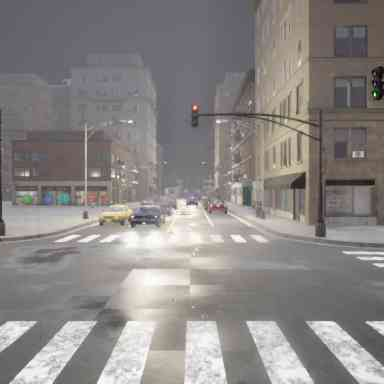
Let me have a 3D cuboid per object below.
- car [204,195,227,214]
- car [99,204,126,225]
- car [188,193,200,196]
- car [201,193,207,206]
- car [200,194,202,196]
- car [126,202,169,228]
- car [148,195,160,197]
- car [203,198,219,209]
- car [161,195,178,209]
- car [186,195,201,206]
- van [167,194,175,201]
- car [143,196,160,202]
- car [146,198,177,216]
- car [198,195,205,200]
[{"bbox_3d":[2.642,1.441,35.358,1.967,1.590,4.097,0,0,0],"label":"car"},{"bbox_3d":[-5.385,1.526,23.866,1.752,1.417,4.829,0,0,0],"label":"car"},{"bbox_3d":[0.007,1.226,64.152,2.150,2.045,5.566,0,0,0],"label":"car"},{"bbox_3d":[2.642,1.317,41.020,2.192,1.841,5.009,0,0,0],"label":"car"},{"bbox_3d":[2.645,1.555,69.330,2.008,1.369,4.403,0,0,0],"label":"car"},{"bbox_3d":[-2.880,1.601,22.557,1.895,1.301,4.718,0,0,1],"label":"car"},{"bbox_3d":[-5.382,1.318,46.684,2.192,1.841,5.009,0,0,0],"label":"car"},{"bbox_3d":[2.643,1.568,46.682,1.947,1.339,4.313,0,0,0],"label":"car"},{"bbox_3d":[-2.837,1.528,42.134,1.812,1.442,4.674,0,0,0],"label":"car"},{"bbox_3d":[0.006,1.604,53.850,1.895,1.301,4.718,0,0,0],"label":"car"},{"bbox_3d":[-5.378,1.349,86.317,1.690,1.788,3.998,0,0,0],"label":"van"},{"bbox_3d":[-5.383,1.553,41.021,2.008,1.369,4.403,0,0,0],"label":"car"},{"bbox_3d":[-2.852,1.549,32.293,2.033,1.411,5.357,0,0,0],"label":"car"},{"bbox_3d":[2.648,1.575,91.977,1.947,1.339,4.313,0,0,0],"label":"car"}]
